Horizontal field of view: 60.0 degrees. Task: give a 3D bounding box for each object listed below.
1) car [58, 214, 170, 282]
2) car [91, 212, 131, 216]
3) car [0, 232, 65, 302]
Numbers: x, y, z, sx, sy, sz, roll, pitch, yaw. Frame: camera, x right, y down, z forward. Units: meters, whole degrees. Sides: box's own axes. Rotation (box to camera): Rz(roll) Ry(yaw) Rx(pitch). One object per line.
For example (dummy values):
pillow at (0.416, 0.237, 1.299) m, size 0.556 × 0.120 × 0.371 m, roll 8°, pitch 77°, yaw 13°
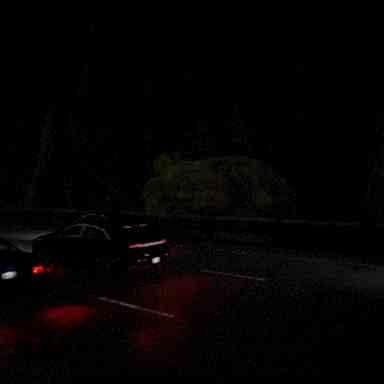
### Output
car at (-2.939, 1.613, 10.219) m, size 4.902 × 1.511 × 2.128 m, roll -1°, pitch -1°, yaw 35°
car at (-4.154, 1.663, 15.316) m, size 4.902 × 1.511 × 2.128 m, roll 0°, pitch -1°, yaw 35°
car at (-5.543, 1.654, 7.764) m, size 5.357 × 1.411 × 2.033 m, roll -1°, pitch -1°, yaw 35°
